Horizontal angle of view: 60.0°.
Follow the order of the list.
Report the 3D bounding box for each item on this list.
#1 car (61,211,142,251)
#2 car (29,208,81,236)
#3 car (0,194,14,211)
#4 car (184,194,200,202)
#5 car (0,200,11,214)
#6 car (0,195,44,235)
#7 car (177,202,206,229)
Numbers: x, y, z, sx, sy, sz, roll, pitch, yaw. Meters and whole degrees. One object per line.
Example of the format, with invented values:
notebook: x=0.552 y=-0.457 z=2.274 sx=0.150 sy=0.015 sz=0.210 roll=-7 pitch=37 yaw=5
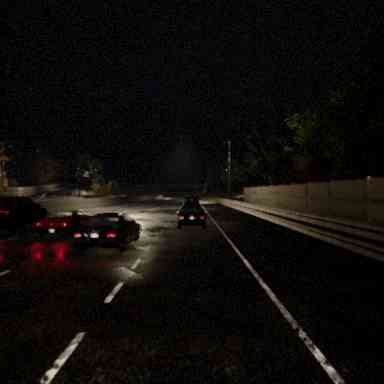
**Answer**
car: x=-3.408 y=1.578 z=14.128 sx=2.033 sy=1.411 sz=5.357 roll=0 pitch=0 yaw=0
car: x=-6.907 y=1.643 z=18.643 sx=1.895 sy=1.301 sz=4.718 roll=0 pitch=0 yaw=0
car: x=-24.578 y=1.344 z=41.153 sx=2.150 sy=2.045 sz=5.566 roll=0 pitch=0 yaw=0
car: x=-0.022 y=1.379 z=49.007 sx=2.150 sy=2.045 sz=5.566 roll=0 pitch=0 yaw=0
car: x=-21.086 y=1.623 z=34.751 sx=1.812 sy=1.442 sz=4.674 roll=0 pitch=0 yaw=0
car: x=-10.408 y=1.266 z=19.411 sx=2.150 sy=2.045 sz=5.566 roll=0 pitch=0 yaw=0
car: x=-0.008 y=1.601 z=22.294 sx=2.033 sy=1.411 sz=5.357 roll=0 pitch=0 yaw=0
